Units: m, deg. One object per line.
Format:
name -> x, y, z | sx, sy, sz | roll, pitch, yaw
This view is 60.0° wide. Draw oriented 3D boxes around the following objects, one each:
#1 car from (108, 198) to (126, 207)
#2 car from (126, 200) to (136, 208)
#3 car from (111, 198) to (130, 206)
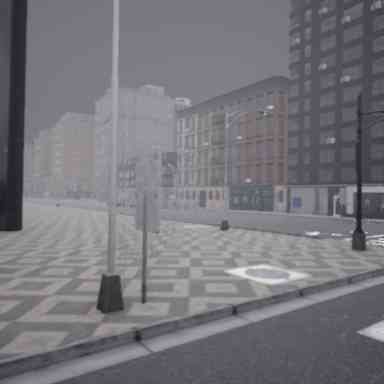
car -> -13.583, 2.016, 60.191 | 1.895, 1.301, 4.718 | 1, -1, -36
car -> -8.144, 1.927, 52.643 | 1.812, 1.442, 4.674 | 1, -1, -36
car -> -14.502, 1.986, 67.239 | 2.128, 1.511, 4.902 | 1, -1, -36
